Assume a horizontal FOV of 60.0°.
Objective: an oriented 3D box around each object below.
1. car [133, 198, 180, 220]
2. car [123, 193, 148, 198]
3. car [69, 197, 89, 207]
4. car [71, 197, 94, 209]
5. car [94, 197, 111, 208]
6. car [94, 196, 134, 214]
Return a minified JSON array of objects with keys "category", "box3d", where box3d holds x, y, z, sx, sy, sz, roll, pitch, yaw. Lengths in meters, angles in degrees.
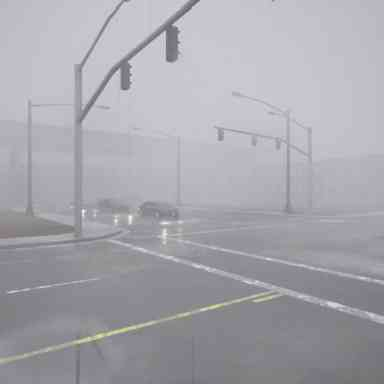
[{"category":"car","box3d":[-2.903,1.505,28.414,1.837,1.490,4.892,0,0,-36]},{"category":"car","box3d":[-12.206,1.223,69.422,2.150,2.045,5.566,0,0,30]},{"category":"car","box3d":[-18.322,1.547,54.154,2.033,1.411,5.357,0,0,-8]},{"category":"car","box3d":[-14.279,1.526,44.276,1.812,1.442,4.674,0,0,-32]},{"category":"car","box3d":[-13.600,1.526,50.557,1.812,1.442,4.674,0,0,-24]},{"category":"car","box3d":[-8.481,1.478,35.987,1.882,1.535,5.008,0,0,-36]}]
